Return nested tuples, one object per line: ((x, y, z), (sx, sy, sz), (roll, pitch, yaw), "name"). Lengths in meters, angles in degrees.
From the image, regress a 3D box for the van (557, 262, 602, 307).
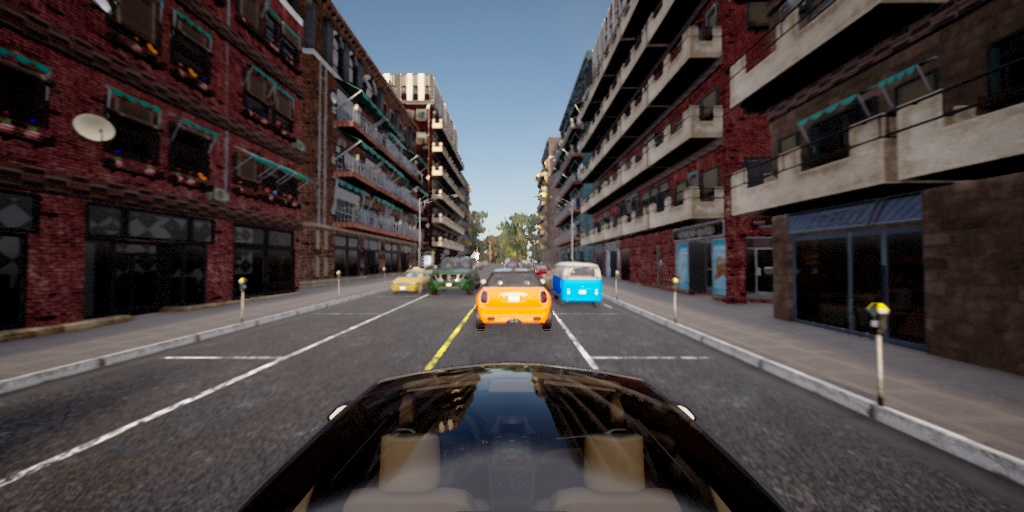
((2.695, 1.152, 15.611), (1.690, 1.789, 3.998), (0, 0, 0), "van")

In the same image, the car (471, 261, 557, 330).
((0.037, 1.145, 11.486), (2.097, 1.767, 4.553), (0, 0, 0), "car")

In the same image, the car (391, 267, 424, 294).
((-5.688, 1.361, 21.052), (1.751, 1.417, 4.829), (0, 0, 0), "car")

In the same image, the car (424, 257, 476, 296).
((-3.092, 1.054, 20.322), (2.150, 2.045, 5.566), (0, 0, 0), "car")

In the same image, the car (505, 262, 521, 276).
((0.103, 1.451, 41.261), (1.812, 1.442, 4.674), (0, 0, 0), "car")
